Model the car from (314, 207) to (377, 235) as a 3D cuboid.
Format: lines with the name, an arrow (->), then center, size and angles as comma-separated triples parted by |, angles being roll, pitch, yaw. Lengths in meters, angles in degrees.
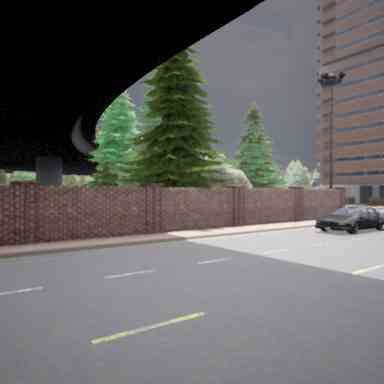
car -> 9.347, 1.550, 19.112 | 5.357, 1.411, 2.033 | 0, 0, -35

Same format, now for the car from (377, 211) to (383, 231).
car -> 11.814, 0.882, 16.567 | 5.566, 2.045, 2.150 | 0, 0, -35
